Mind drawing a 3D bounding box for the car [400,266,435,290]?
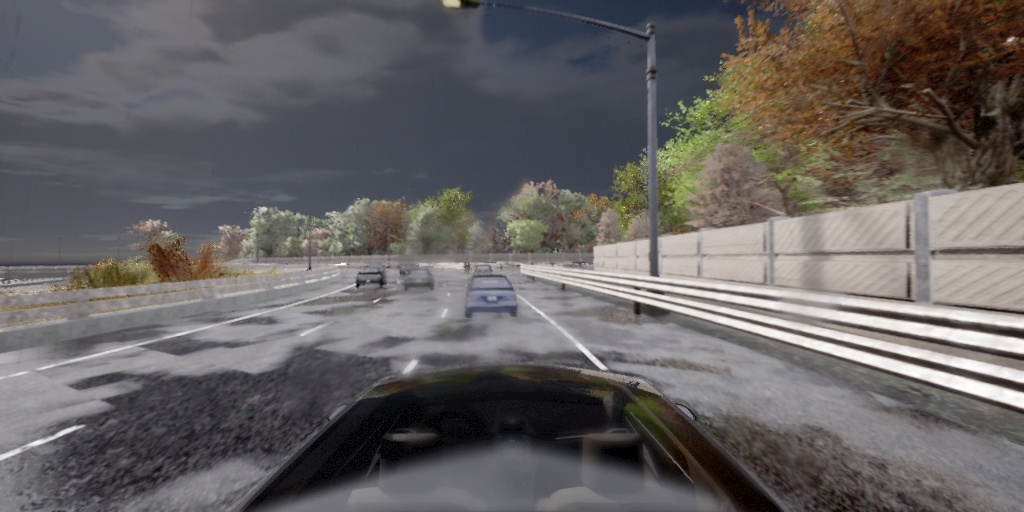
[{"bbox_3d":[-6.438,1.577,25.115,1.994,1.385,4.181,0,0,-12],"label":"car"}]

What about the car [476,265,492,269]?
[{"bbox_3d":[-2.870,1.626,37.122,2.033,1.411,5.357,-1,0,-1],"label":"car"}]

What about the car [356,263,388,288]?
[{"bbox_3d":[-10.560,1.564,27.177,2.128,1.511,4.902,0,0,-15],"label":"car"}]

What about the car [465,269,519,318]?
[{"bbox_3d":[-0.830,1.407,13.673,2.033,1.411,5.357,-1,-1,-5],"label":"car"}]

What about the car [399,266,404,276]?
[{"bbox_3d":[-12.738,1.838,44.140,1.895,1.301,4.718,0,-1,-23],"label":"car"}]

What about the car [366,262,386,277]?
[{"bbox_3d":[-17.472,1.653,46.004,2.097,1.767,4.553,0,0,-25],"label":"car"}]
